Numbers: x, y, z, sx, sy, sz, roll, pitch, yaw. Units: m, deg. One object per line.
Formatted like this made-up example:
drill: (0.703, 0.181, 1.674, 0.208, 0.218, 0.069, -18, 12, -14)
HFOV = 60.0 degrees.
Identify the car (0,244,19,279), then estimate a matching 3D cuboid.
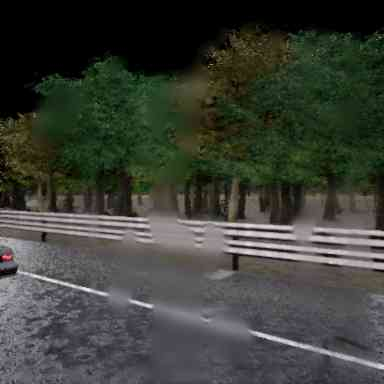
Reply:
car: (-6.693, 1.606, 8.769, 5.357, 1.411, 2.033, 0, 0, 35)
